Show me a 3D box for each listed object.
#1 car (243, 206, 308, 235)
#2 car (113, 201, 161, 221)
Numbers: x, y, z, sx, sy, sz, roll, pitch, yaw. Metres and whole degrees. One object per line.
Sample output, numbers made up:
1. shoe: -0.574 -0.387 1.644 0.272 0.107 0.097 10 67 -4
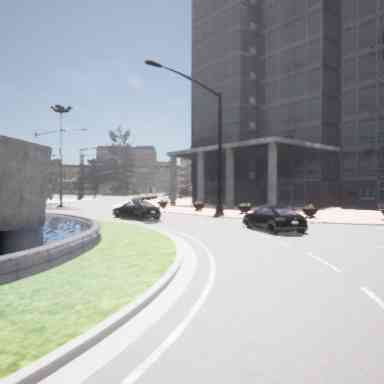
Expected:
1. car: 4.481 1.473 18.406 1.994 1.385 4.181 0 0 -18
2. car: -4.228 1.392 25.341 4.181 1.385 1.994 1 0 44
